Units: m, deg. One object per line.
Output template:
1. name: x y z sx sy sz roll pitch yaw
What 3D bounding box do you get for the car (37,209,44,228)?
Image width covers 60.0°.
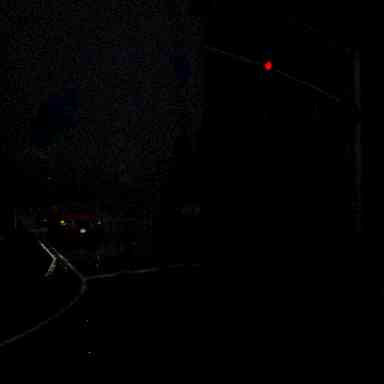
1. car: -11.924 2.130 28.048 2.033 1.411 5.357 1 -1 -29

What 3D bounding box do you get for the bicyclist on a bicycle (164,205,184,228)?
1. bicyclist on a bicycle: -1.294 1.795 24.421 1.656 1.620 0.582 0 -1 -30

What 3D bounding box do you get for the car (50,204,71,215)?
1. car: -19.132 2.522 48.258 2.033 1.411 5.357 0 -1 -30

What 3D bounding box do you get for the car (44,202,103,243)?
1. car: -6.746 1.619 18.864 2.150 2.045 5.566 1 -1 -29
